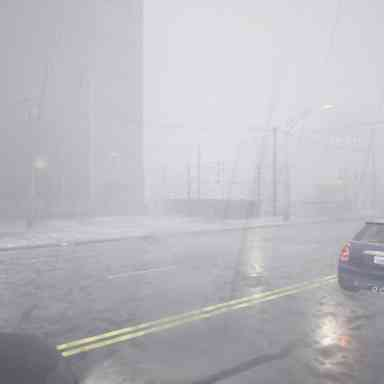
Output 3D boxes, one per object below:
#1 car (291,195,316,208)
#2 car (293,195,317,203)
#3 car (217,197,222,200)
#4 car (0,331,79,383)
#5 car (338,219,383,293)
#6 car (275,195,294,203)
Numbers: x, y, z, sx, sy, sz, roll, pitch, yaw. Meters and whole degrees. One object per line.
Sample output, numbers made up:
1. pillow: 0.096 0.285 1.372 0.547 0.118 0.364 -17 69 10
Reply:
1. car: 15.334 1.254 46.213 4.553 1.767 2.185 0 0 -36
2. car: 22.214 1.420 65.285 4.674 1.452 2.002 0 0 -36
3. car: 4.575 1.575 60.769 4.718 1.301 1.895 0 0 -36
4. car: -2.712 1.564 1.809 4.181 1.385 1.994 0 0 -36
5. car: 5.425 1.352 7.678 4.553 1.767 2.097 0 0 -35
6. car: 19.301 1.452 69.281 3.806 1.475 1.970 0 0 -36
